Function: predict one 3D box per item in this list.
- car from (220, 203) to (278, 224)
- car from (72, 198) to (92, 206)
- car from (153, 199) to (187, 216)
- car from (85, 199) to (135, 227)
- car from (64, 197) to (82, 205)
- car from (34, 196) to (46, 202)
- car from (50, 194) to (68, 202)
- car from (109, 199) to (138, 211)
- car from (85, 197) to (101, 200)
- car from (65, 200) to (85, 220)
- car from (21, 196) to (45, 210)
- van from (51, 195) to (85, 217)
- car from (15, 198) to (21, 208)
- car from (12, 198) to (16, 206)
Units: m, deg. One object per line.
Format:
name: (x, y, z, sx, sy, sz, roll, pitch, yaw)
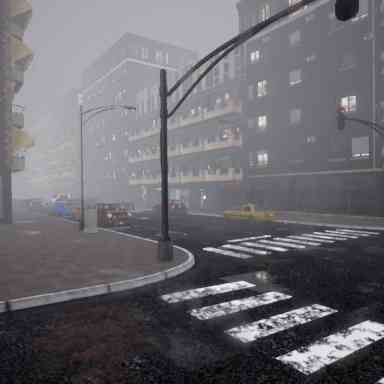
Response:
car: (4.057, 1.501, 24.452, 1.752, 1.417, 4.829, -1, 1, -36)
car: (-18.422, 1.646, 55.794, 1.947, 1.339, 4.313, -1, 1, -36)
car: (-2.296, 1.444, 33.307, 1.967, 1.590, 4.097, -1, 1, -36)
car: (-5.880, 1.554, 23.928, 1.967, 1.590, 4.097, -1, 1, -36)
car: (-21.647, 1.648, 60.291, 2.008, 1.369, 4.403, -1, 1, -36)
car: (-37.775, 1.731, 82.777, 1.887, 1.381, 4.507, -1, 1, -36)
car: (-22.732, 1.353, 57.351, 2.150, 2.045, 5.566, -1, 1, -36)
car: (-8.745, 1.584, 42.302, 2.008, 1.369, 4.403, -1, 1, -36)
car: (-15.198, 1.505, 51.296, 1.967, 1.590, 4.097, -1, 1, -36)
car: (-9.005, 1.653, 28.287, 1.752, 1.417, 4.829, -1, 1, -36)
car: (-22.007, 1.629, 46.413, 1.967, 1.590, 4.097, -1, 1, -36)
van: (-12.332, 1.484, 32.920, 1.690, 1.788, 3.998, -1, 1, -36)
car: (-25.231, 1.771, 50.911, 1.947, 1.339, 4.313, -1, 1, -36)
car: (-31.682, 1.784, 59.905, 1.887, 1.381, 4.507, -1, 1, -36)
